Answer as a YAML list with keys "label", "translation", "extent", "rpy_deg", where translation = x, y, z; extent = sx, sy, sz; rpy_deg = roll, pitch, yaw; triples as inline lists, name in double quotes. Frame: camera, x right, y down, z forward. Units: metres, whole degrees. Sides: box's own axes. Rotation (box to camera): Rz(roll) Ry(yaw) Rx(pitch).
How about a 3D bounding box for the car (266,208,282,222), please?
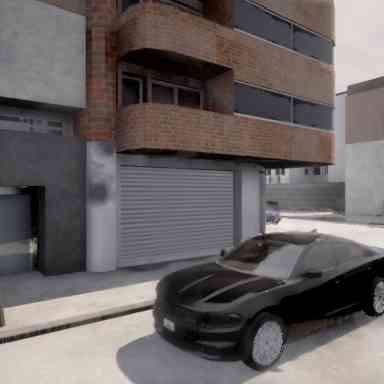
- label: "car"
  translation: [4.328, 1.526, 24.231]
  extent: [1.812, 1.442, 4.674]
  rpy_deg: [0, 0, -36]

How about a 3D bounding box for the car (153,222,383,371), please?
- label: "car"
  translation: [1.698, 1.477, 5.884]
  extent: [5.008, 1.535, 1.882]
  rpy_deg: [0, 0, -37]
